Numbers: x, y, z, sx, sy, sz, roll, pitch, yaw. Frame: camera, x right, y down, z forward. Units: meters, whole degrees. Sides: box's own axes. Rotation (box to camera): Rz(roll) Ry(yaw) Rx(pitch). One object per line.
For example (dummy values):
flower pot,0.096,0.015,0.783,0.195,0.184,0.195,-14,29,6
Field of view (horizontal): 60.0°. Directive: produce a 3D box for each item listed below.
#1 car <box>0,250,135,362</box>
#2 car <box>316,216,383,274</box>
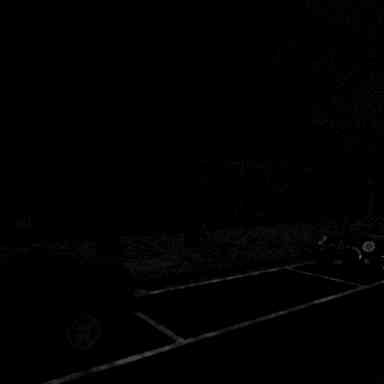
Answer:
car,-3.002,1.545,4.507,4.507,1.381,1.887,1,0,-36
car,5.881,1.544,10.849,4.097,1.590,1.967,1,0,-36
